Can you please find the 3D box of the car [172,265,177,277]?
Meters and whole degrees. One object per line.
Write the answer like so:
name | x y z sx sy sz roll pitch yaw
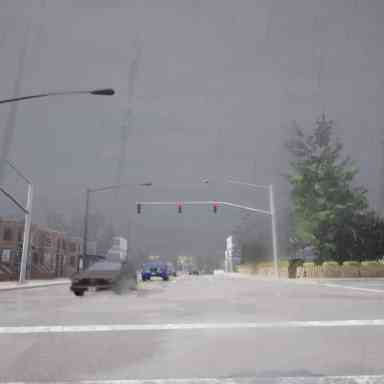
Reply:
car | -3.385 11.549 48.753 2.097 1.767 4.553 -1 -13 0

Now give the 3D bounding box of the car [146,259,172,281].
car | -3.467 7.544 32.273 2.150 2.045 5.566 -1 -13 -1

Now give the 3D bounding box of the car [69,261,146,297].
car | -3.570 3.725 14.594 2.033 1.411 5.357 -1 -13 0

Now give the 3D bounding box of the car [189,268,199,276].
car | 0.367 14.644 61.299 2.033 1.411 5.357 -1 -13 0
